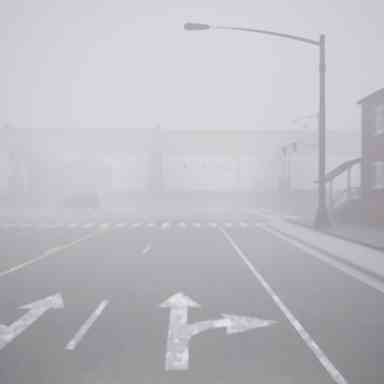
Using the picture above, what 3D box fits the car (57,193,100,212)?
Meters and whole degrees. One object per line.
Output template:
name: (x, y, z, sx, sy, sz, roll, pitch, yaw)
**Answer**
car: (-12.933, 1.136, 37.886, 5.566, 2.045, 2.150, 0, 0, 32)
